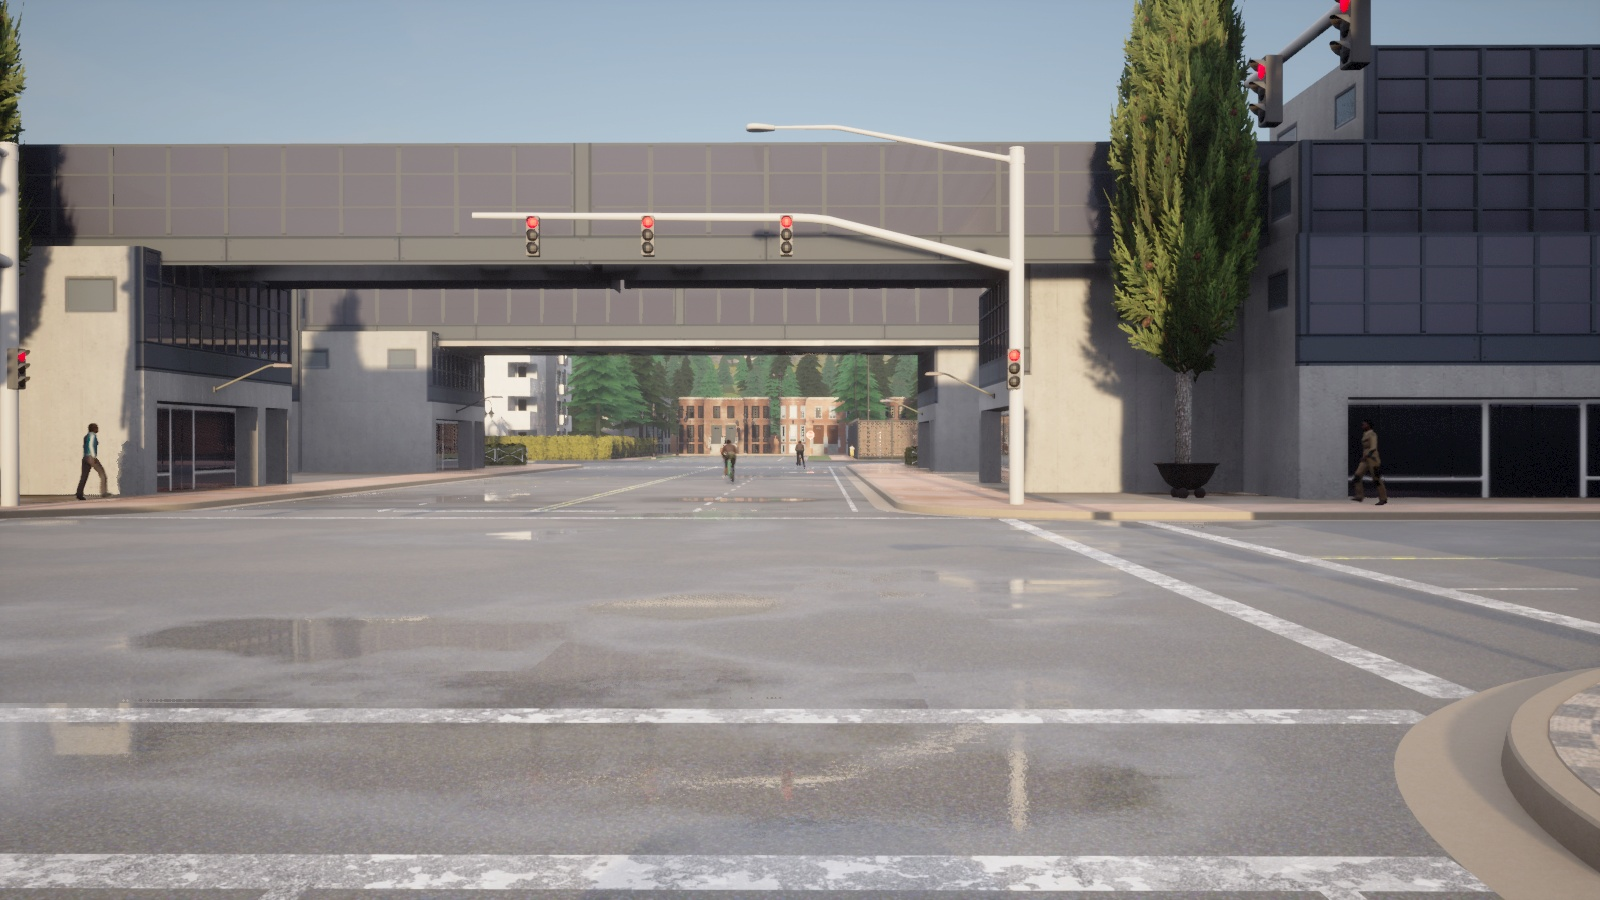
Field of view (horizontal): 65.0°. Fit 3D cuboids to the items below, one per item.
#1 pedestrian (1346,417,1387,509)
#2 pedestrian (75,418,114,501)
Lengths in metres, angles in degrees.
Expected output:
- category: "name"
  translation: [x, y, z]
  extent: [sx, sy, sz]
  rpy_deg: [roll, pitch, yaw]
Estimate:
- category: "pedestrian"
  translation: [11.989, 0.265, 26.578]
  extent: [0.692, 1.930, 0.396]
  rpy_deg: [0, 0, -2]
- category: "pedestrian"
  translation: [-16.679, 0.224, 29.706]
  extent: [0.396, 1.930, 0.692]
  rpy_deg: [0, 0, 25]
